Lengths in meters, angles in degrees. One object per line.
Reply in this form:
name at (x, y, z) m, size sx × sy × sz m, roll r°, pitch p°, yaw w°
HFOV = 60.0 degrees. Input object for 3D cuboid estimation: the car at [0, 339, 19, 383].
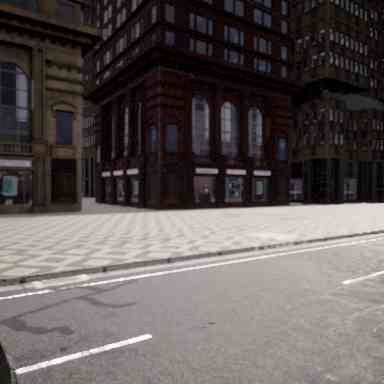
car at (-3.113, 1.537, 1.558) m, size 4.181 × 1.385 × 1.994 m, roll 0°, pitch 1°, yaw -34°
